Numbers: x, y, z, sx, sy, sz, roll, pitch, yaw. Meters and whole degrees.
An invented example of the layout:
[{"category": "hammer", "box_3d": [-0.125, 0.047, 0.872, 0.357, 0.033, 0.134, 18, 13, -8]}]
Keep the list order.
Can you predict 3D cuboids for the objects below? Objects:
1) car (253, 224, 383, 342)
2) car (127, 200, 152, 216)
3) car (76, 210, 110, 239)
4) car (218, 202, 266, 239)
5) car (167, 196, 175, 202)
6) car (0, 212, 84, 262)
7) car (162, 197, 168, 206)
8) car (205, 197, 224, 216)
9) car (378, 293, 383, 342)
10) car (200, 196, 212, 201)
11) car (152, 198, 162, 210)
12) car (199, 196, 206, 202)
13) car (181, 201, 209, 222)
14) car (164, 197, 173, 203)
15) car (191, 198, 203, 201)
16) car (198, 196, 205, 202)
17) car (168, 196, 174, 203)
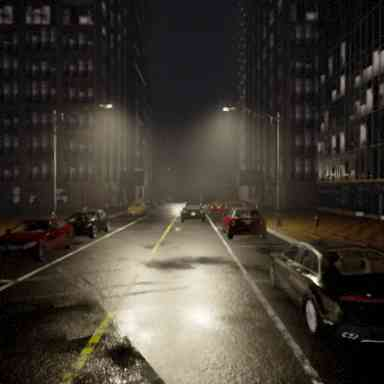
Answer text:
[{"category": "car", "box_3d": [2.679, 1.582, 6.505, 2.008, 1.369, 4.403, -1, 0, 0]}, {"category": "car", "box_3d": [-5.687, 1.674, 34.766, 1.752, 1.417, 4.829, -1, 0, 0]}, {"category": "car", "box_3d": [-5.669, 1.648, 17.913, 1.947, 1.339, 4.313, -1, 0, 0]}, {"category": "car", "box_3d": [2.676, 1.522, 17.854, 1.967, 1.590, 4.097, -1, 0, 0]}, {"category": "car", "box_3d": [-5.704, 1.853, 91.508, 1.752, 1.417, 4.829, -1, 0, 0]}, {"category": "car", "box_3d": [-5.668, 1.639, 12.240, 1.802, 1.307, 4.206, -1, 0, 0]}, {"category": "car", "box_3d": [-5.703, 1.784, 57.632, 2.008, 1.369, 4.403, -1, 0, 0]}, {"category": "car", "box_3d": [2.676, 1.590, 34.877, 1.967, 1.590, 4.097, -1, 0, 0]}, {"category": "car", "box_3d": [2.679, 1.571, 0.831, 1.947, 1.339, 4.313, -1, 0, 0]}, {"category": "car", "box_3d": [2.674, 1.549, 57.576, 2.192, 1.841, 5.009, -1, 0, 0]}, {"category": "car", "box_3d": [-5.704, 1.743, 46.283, 2.008, 1.369, 4.403, -1, 0, 0]}, {"category": "car", "box_3d": [2.677, 1.840, 86.119, 1.752, 1.417, 4.829, -1, 0, 0]}, {"category": "car", "box_3d": [0.100, 1.685, 27.746, 1.994, 1.385, 4.181, 0, 0, 0]}, {"category": "car", "box_3d": [-5.703, 1.866, 80.329, 1.947, 1.339, 4.313, -1, 0, 0]}, {"category": "car", "box_3d": [0.100, 1.787, 44.740, 1.895, 1.301, 4.718, 0, 0, 0]}, {"category": "car", "box_3d": [2.677, 1.854, 91.793, 1.752, 1.417, 4.829, -1, 0, 0]}, {"category": "car", "box_3d": [-5.703, 1.852, 74.655, 1.947, 1.339, 4.313, -1, 0, 0]}]
